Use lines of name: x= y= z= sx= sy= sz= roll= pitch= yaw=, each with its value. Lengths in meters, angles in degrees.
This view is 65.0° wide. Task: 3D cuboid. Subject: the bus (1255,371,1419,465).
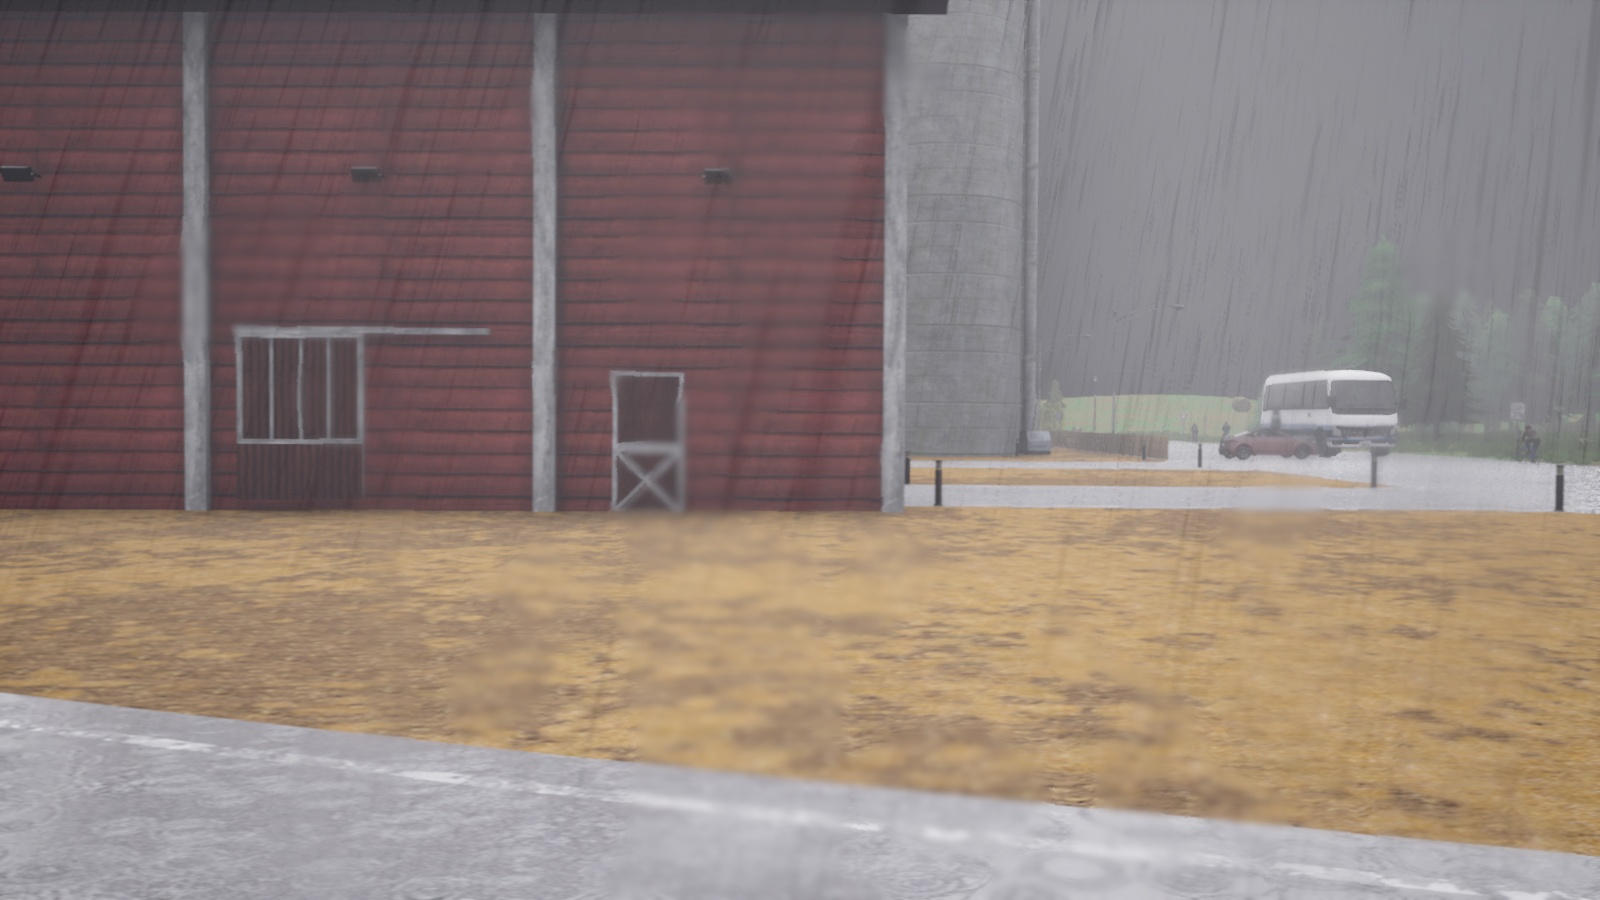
bus: x=26.692 y=-1.597 z=63.252 sx=3.944 sy=4.253 sz=10.273 roll=1 pitch=1 yaw=1

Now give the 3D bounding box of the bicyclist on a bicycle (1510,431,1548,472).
bicyclist on a bicycle: x=29.933 y=0.054 z=51.562 sx=0.582 sy=1.620 sz=1.656 roll=1 pitch=1 yaw=1
